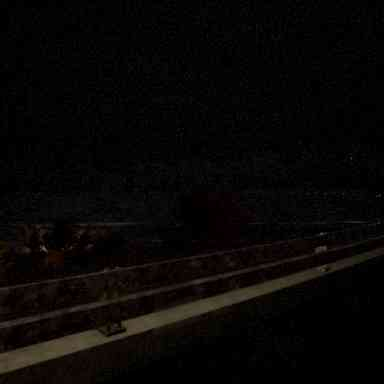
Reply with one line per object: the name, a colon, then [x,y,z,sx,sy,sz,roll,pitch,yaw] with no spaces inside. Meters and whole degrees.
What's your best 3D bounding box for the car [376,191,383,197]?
car: [43.296,0.579,74.693,1.882,1.535,5.008,-1,0,5]
